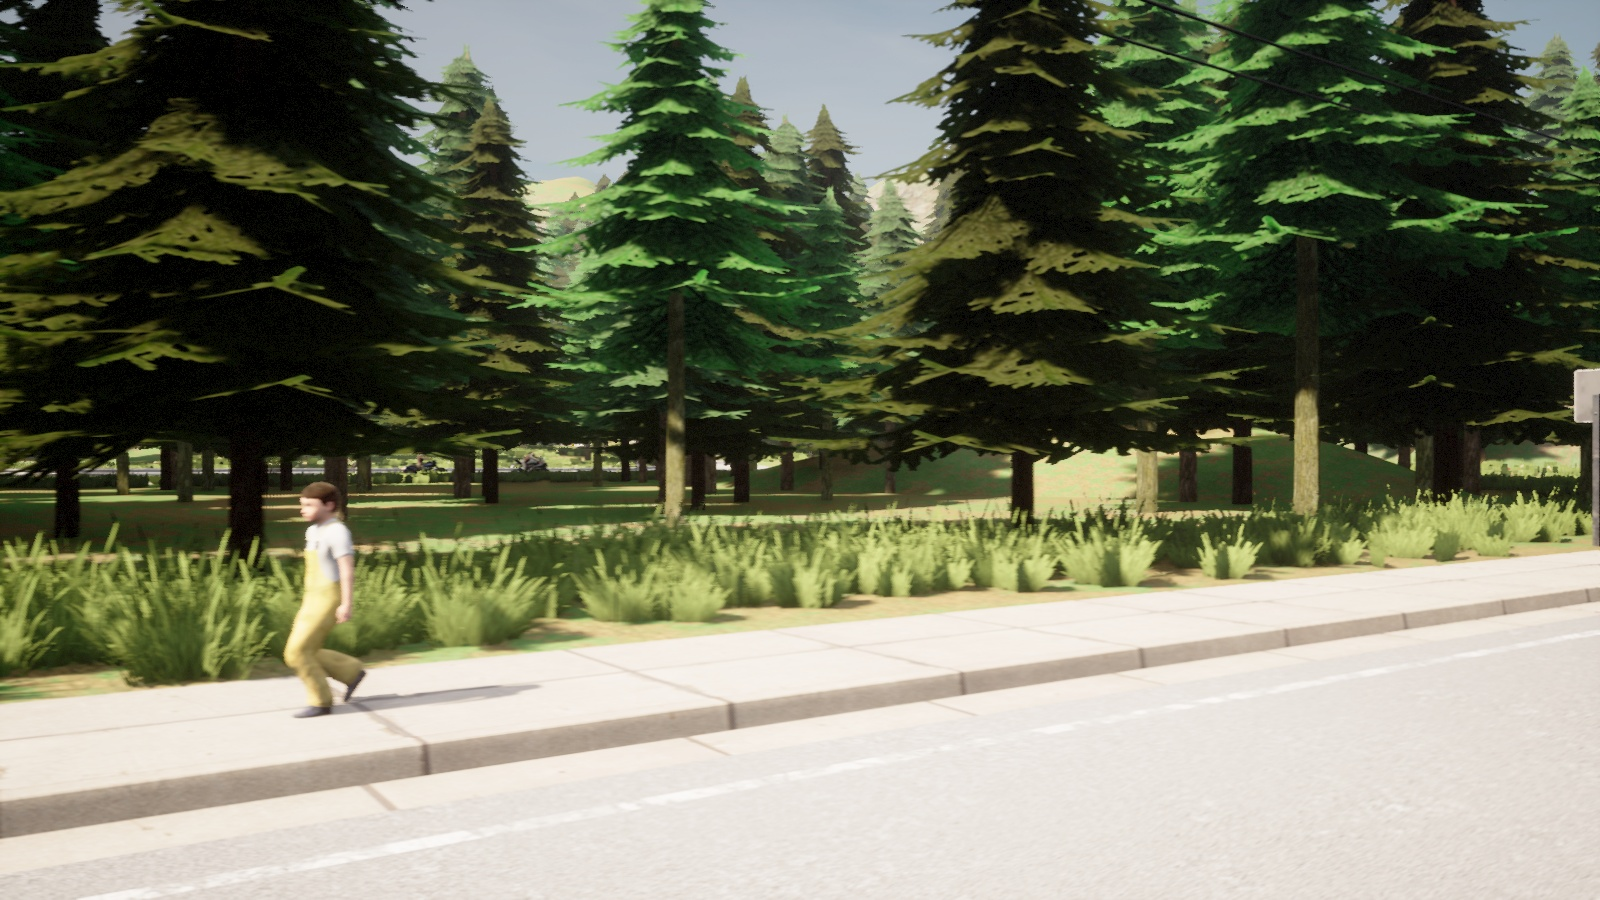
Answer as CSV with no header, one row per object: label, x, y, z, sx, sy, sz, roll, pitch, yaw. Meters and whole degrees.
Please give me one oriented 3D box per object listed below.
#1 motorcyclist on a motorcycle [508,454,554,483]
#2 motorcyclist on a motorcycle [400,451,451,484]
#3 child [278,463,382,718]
motorcyclist on a motorcycle,-14.404,0.962,67.267,2.191,1.530,0.866,0,0,-35
motorcyclist on a motorcycle,-19.082,0.885,63.994,2.350,1.649,0.766,0,0,-35
child,-2.433,0.702,6.500,0.437,1.263,0.270,0,0,-40
